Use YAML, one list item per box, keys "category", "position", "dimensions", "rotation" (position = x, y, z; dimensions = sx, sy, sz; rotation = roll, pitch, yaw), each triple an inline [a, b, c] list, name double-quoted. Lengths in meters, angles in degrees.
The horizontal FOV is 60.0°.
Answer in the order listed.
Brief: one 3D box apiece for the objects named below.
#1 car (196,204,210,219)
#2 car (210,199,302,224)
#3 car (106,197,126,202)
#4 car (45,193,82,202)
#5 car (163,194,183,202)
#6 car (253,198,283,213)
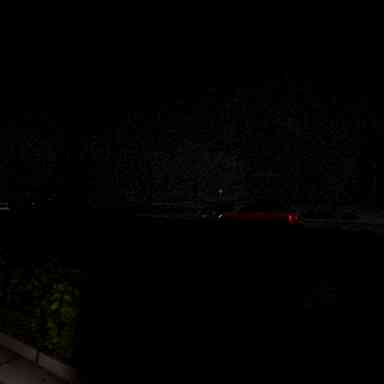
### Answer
- category: "car"
  position: [1.994, 1.497, 25.342]
  dimensions: [1.784, 1.438, 3.905]
  rotation: [0, 0, 35]
- category: "car"
  position: [3.618, 1.338, 18.289]
  dimensions: [4.553, 1.767, 2.097]
  rotation: [0, 0, 35]
- category: "car"
  position: [-12.336, 1.491, 54.697]
  dimensions: [1.994, 1.385, 4.181]
  rotation: [0, 0, 36]
- category: "car"
  position: [-17.998, 1.147, 46.694]
  dimensions: [2.150, 2.045, 5.566]
  rotation: [0, 0, 37]
- category: "car"
  position: [-3.712, 1.278, 66.655]
  dimensions: [2.097, 1.767, 4.553]
  rotation: [0, 0, 36]
- category: "car"
  position: [8.420, 1.480, 36.551]
  dimensions: [1.816, 1.474, 4.193]
  rotation: [0, 0, 35]
